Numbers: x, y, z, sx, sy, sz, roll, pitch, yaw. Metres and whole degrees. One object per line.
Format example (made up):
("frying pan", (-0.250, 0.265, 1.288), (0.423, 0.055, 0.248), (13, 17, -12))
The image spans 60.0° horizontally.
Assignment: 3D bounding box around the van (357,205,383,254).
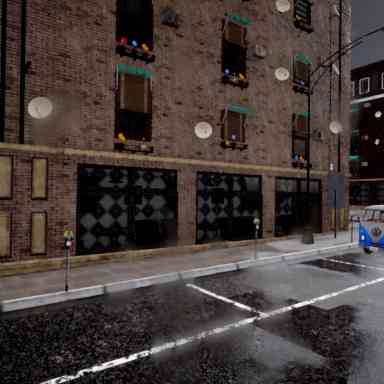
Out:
("van", (7.671, 1.345, 12.104), (3.998, 1.788, 1.690), (0, 1, -35))
